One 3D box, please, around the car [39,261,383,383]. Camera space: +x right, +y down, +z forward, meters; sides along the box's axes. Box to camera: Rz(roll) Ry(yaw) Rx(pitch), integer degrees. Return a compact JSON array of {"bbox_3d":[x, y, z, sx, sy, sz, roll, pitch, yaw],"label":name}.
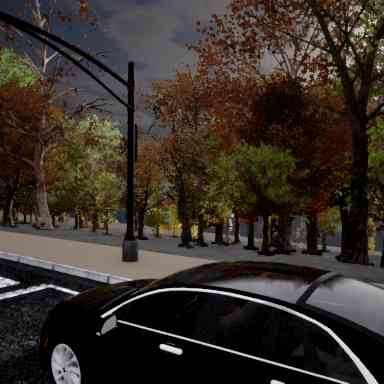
[{"bbox_3d":[0.370,1.504,3.411,4.892,1.490,1.837,0,0,36],"label":"car"}]
